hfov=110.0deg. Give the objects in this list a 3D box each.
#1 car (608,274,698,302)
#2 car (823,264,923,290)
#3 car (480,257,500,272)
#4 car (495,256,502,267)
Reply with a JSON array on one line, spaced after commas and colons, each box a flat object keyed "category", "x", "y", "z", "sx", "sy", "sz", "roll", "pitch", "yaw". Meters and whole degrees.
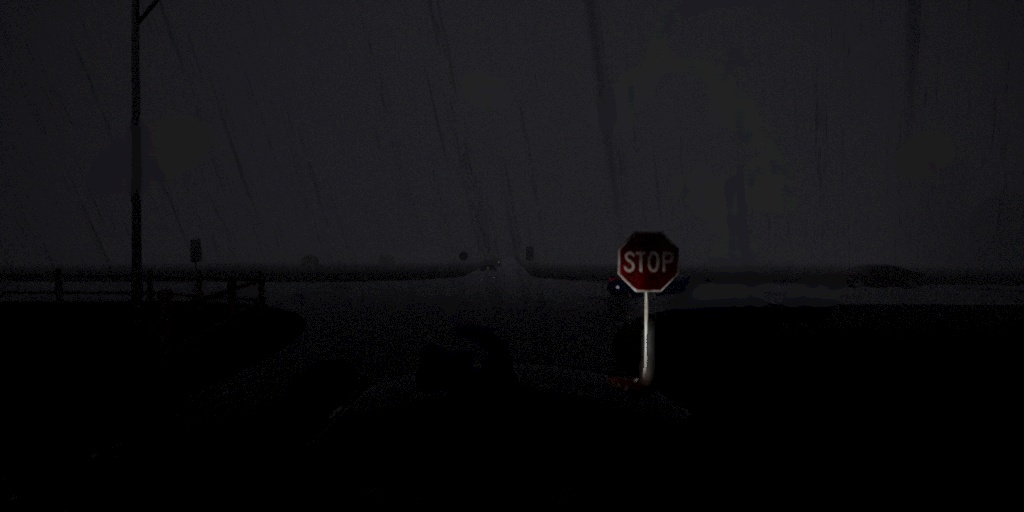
[{"category": "car", "x": 6.832, "y": 1.242, "z": 17.227, "sx": 5.008, "sy": 1.535, "sz": 1.882, "roll": 0, "pitch": 0, "yaw": -31}, {"category": "car", "x": 22.155, "y": 1.255, "z": 22.131, "sx": 5.008, "sy": 1.535, "sz": 1.882, "roll": 0, "pitch": 1, "yaw": 0}, {"category": "car", "x": -2.883, "y": 1.155, "z": 45.123, "sx": 1.837, "sy": 1.490, "sz": 4.892, "roll": 0, "pitch": 0, "yaw": 0}, {"category": "car", "x": -2.882, "y": 0.974, "z": 61.088, "sx": 2.097, "sy": 1.767, "sz": 4.553, "roll": 0, "pitch": 0, "yaw": 0}]
